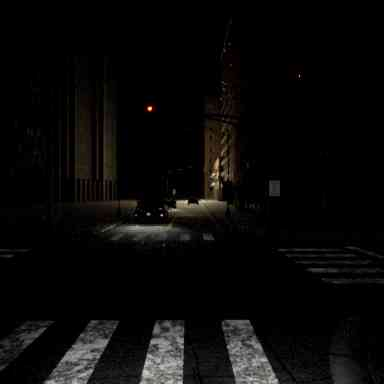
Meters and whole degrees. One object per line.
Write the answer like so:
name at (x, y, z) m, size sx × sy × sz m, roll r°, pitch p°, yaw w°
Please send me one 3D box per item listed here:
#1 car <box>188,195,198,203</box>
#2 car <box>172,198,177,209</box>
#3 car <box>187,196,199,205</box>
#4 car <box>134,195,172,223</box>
car at (0.208, 1.476, 67.846) m, size 1.882 × 1.535 × 5.008 m, roll 0°, pitch 0°, yaw 0°
car at (-3.022, 1.548, 44.707) m, size 2.033 × 1.411 × 5.357 m, roll 0°, pitch 0°, yaw 0°
car at (0.196, 1.525, 57.937) m, size 1.812 × 1.442 × 4.674 m, roll 0°, pitch 0°, yaw 0°
car at (-3.057, 1.223, 26.163) m, size 2.150 × 2.045 × 5.566 m, roll 0°, pitch 0°, yaw 0°
